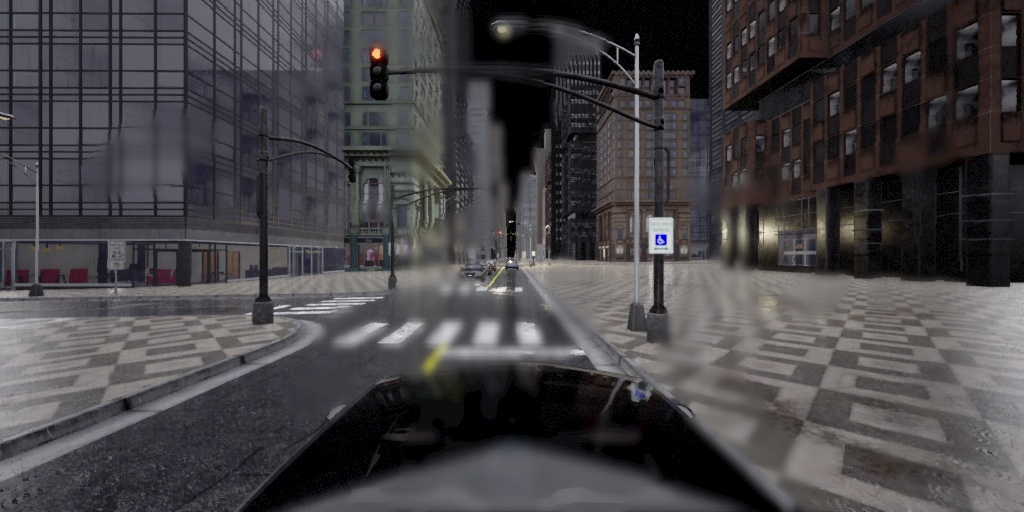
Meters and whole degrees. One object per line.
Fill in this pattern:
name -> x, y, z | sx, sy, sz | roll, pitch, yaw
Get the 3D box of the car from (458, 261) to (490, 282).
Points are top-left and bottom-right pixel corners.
car -> -3.111, 1.314, 28.981 | 1.994, 1.385, 4.181 | 0, 0, 0

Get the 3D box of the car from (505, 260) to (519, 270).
car -> -0.015, 1.325, 53.394 | 1.994, 1.385, 4.181 | 0, 0, 0

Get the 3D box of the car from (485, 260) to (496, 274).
car -> -3.105, 1.244, 37.952 | 2.128, 1.511, 4.902 | 0, 0, 0
